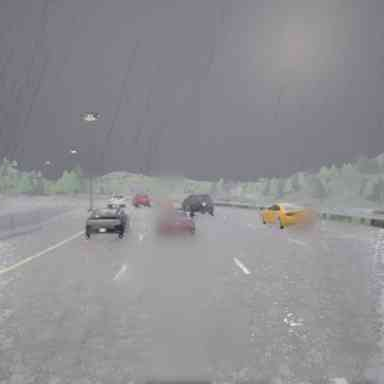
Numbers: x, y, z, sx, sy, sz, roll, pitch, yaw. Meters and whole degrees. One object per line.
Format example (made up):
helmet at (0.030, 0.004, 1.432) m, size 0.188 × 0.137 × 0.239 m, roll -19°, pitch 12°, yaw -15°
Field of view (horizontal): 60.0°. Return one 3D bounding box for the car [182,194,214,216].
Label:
car at (0.560, 1.237, 32.423) m, size 2.150 × 2.045 × 5.566 m, roll 0°, pitch 0°, yaw -11°

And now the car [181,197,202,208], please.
car at (-0.104, 1.557, 49.729) m, size 1.812 × 1.442 × 4.674 m, roll 0°, pitch 0°, yaw -16°

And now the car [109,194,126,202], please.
car at (-11.689, 1.375, 51.857) m, size 2.150 × 2.045 × 5.566 m, roll 0°, pitch 0°, yaw -18°

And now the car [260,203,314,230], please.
car at (5.810, 1.431, 20.955) m, size 1.882 × 1.535 × 5.008 m, roll 0°, pitch 0°, yaw -7°

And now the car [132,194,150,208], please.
car at (-7.907, 1.336, 51.536) m, size 2.150 × 2.045 × 5.566 m, roll 0°, pitch 0°, yaw -18°

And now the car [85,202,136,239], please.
car at (-4.360, 1.547, 17.685) m, size 2.128 × 1.511 × 4.902 m, roll -1°, pitch 0°, yaw -6°

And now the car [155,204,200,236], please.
car at (-0.960, 1.585, 18.655) m, size 1.994 × 1.385 × 4.181 m, roll -1°, pitch 0°, yaw -6°

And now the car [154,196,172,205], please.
car at (-4.594, 1.431, 52.649) m, size 2.097 × 1.767 × 4.553 m, roll -1°, pitch 0°, yaw -17°
